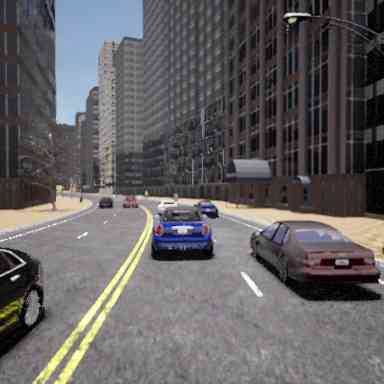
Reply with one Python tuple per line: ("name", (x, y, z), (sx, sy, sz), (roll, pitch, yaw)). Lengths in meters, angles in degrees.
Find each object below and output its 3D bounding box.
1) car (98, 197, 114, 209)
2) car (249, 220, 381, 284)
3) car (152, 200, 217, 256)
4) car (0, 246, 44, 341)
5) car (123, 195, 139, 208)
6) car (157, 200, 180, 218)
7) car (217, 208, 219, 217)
("car", (-11.611, 1.444, 45.171), (1.882, 1.535, 5.008), (0, 0, -12))
("car", (3.058, 1.526, 9.526), (2.033, 1.411, 5.357), (0, 0, -2))
("car", (-0.445, 1.333, 13.238), (2.097, 1.767, 4.553), (0, 0, -4))
("car", (-3.473, 1.506, 4.023), (1.837, 1.490, 4.892), (0, 0, -2))
("car", (-8.550, 1.298, 46.380), (2.097, 1.767, 4.553), (0, 0, -12))
("car", (-2.249, 1.479, 30.837), (1.812, 1.442, 4.674), (0, 0, -8))
("car", (1.108, 1.505, 30.218), (1.994, 1.385, 4.181), (0, 0, -8))
